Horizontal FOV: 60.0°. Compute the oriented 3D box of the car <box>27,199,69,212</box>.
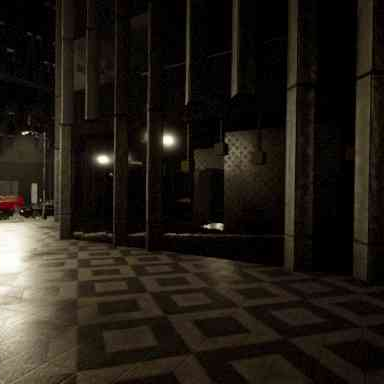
[{"bbox_3d":[-17.565,1.634,40.761,1.947,1.339,4.313,1,0,35],"label":"car"}]

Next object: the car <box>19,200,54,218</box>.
[{"bbox_3d":[-13.865,1.742,31.227,1.947,1.339,4.313,1,0,35],"label":"car"}]

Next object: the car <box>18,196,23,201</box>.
[{"bbox_3d":[-20.818,1.353,36.152,2.192,1.841,5.009,1,0,35],"label":"car"}]

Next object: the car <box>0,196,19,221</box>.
[{"bbox_3d":[-17.118,1.463,26.616,2.192,1.841,5.009,1,0,35],"label":"car"}]
